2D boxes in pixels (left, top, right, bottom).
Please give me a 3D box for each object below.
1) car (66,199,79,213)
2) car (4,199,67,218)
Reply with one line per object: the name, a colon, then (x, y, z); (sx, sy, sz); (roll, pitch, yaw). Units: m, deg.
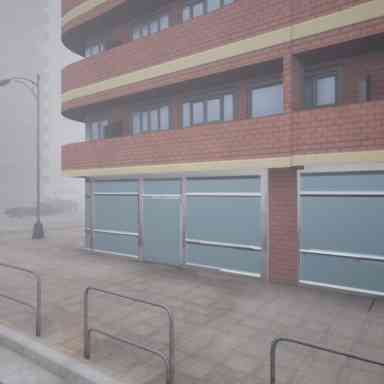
car: (-14.419, 1.505, 35.459); (1.837, 1.490, 4.892); (0, 0, 36)
car: (-14.135, 1.601, 29.923); (1.895, 1.301, 4.718); (0, 0, 36)
